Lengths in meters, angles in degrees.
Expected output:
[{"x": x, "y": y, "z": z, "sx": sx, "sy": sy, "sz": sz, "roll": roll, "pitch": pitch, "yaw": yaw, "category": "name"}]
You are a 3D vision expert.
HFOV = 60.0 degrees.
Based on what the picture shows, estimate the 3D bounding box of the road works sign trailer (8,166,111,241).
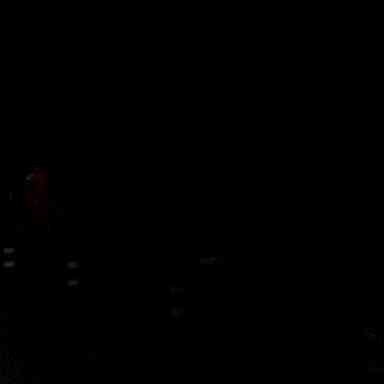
[{"x": -4.909, "y": 0.799, "z": 12.148, "sx": 3.560, "sy": 2.880, "sz": 2.380, "roll": 3, "pitch": -41, "yaw": 36, "category": "road works sign trailer"}]
